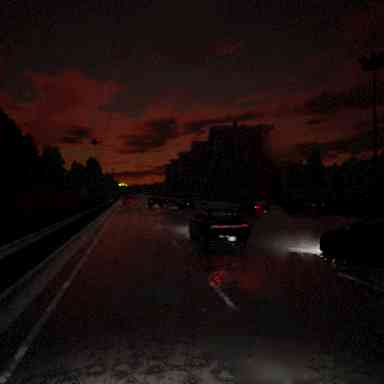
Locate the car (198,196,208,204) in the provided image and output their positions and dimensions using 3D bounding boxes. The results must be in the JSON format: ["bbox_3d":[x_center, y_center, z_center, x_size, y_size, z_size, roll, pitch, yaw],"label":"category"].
[{"bbox_3d":[1.064,1.523,52.350,1.895,1.301,4.718,-1,0,-11],"label":"car"}]

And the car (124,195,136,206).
[{"bbox_3d":[-10.823,1.471,58.055,2.097,1.767,4.553,-1,0,-11],"label":"car"}]

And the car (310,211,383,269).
[{"bbox_3d":[5.604,1.457,9.776,1.994,1.385,4.181,-1,0,-11],"label":"car"}]

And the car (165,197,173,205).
[{"bbox_3d":[-4.160,1.603,60.472,1.895,1.301,4.718,-1,0,-11],"label":"car"}]

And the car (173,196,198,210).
[{"bbox_3d":[-0.868,1.529,43.779,1.994,1.385,4.181,-1,0,-10],"label":"car"}]

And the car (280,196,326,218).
[{"bbox_3d":[9.230,1.160,28.141,2.097,1.767,4.553,-1,0,-11],"label":"car"}]

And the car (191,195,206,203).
[{"bbox_3d":[1.365,1.443,69.190,2.033,1.411,5.357,-1,0,-11],"label":"car"}]

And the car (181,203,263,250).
[{"bbox_3d":[1.046,1.457,14.261,2.128,1.511,4.902,-1,0,-9],"label":"car"}]

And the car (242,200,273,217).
[{"bbox_3d":[5.491,1.398,29.093,1.812,1.442,4.674,-1,0,-11],"label":"car"}]

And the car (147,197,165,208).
[{"bbox_3d":[-5.521,1.537,49.510,1.837,1.490,4.892,-1,-2,-11],"label":"car"}]
